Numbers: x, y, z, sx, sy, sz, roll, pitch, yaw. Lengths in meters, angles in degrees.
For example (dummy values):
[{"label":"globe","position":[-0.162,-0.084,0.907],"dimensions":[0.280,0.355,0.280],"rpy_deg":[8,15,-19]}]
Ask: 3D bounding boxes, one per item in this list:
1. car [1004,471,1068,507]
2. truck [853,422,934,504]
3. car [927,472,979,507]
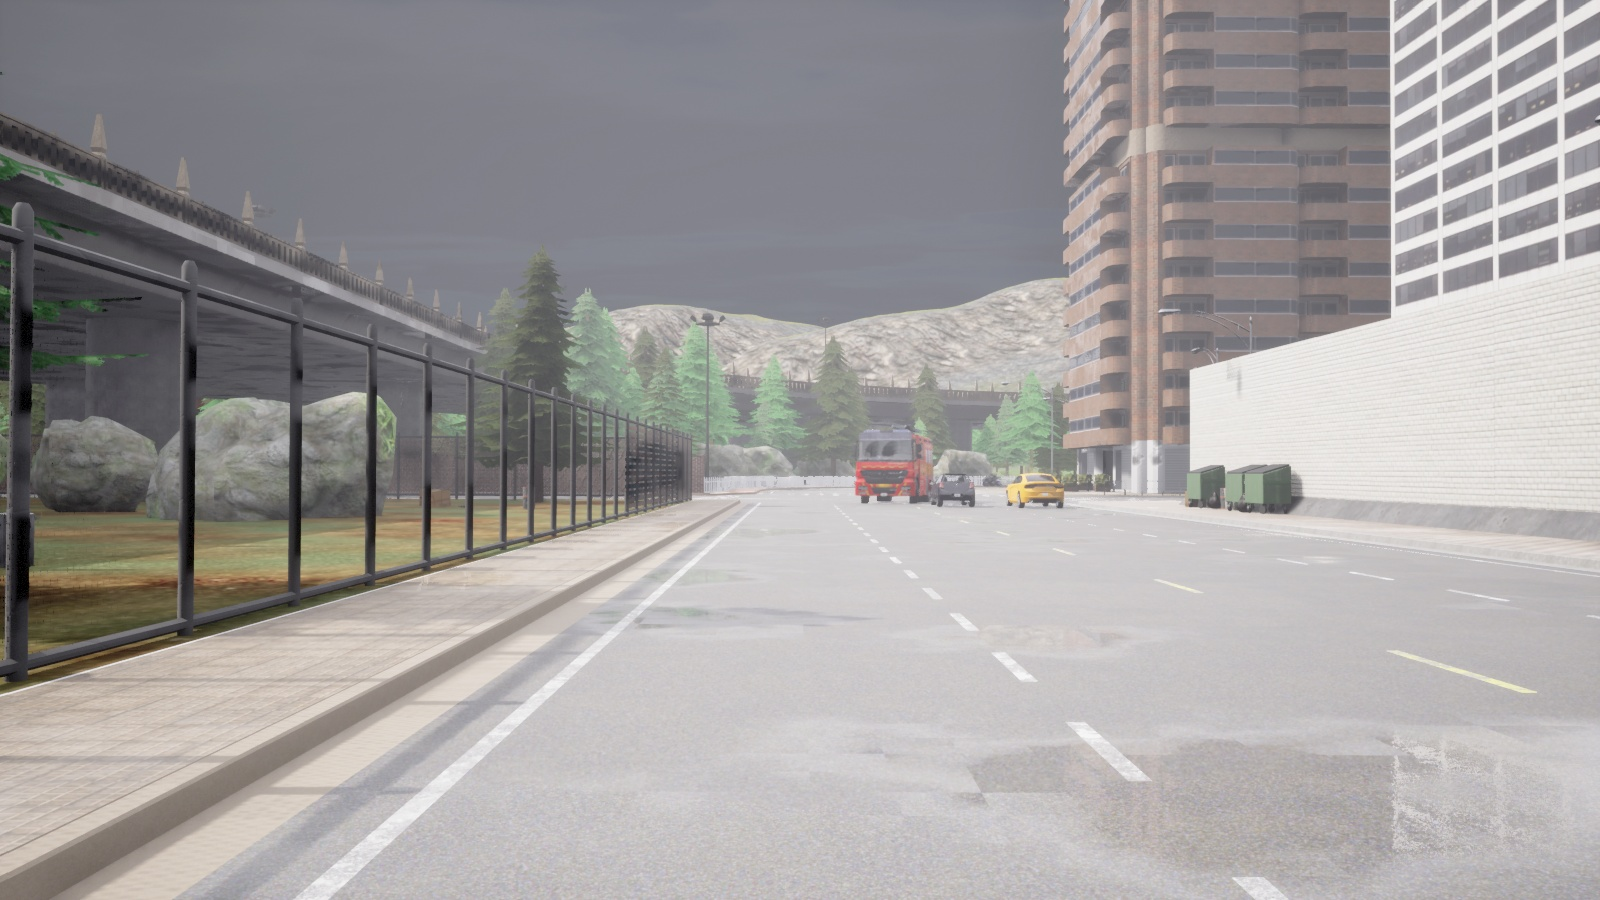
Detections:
[{"label":"car","position":[10.344,1.679,55.419],"dimensions":[1.882,1.535,5.008],"rpy_deg":[0,-1,0]},{"label":"truck","position":[4.824,0.710,63.110],"dimensions":[2.891,3.827,8.468],"rpy_deg":[-1,-2,12]},{"label":"car","position":[6.842,1.746,56.417],"dimensions":[1.845,1.501,3.633],"rpy_deg":[0,-1,0]}]
